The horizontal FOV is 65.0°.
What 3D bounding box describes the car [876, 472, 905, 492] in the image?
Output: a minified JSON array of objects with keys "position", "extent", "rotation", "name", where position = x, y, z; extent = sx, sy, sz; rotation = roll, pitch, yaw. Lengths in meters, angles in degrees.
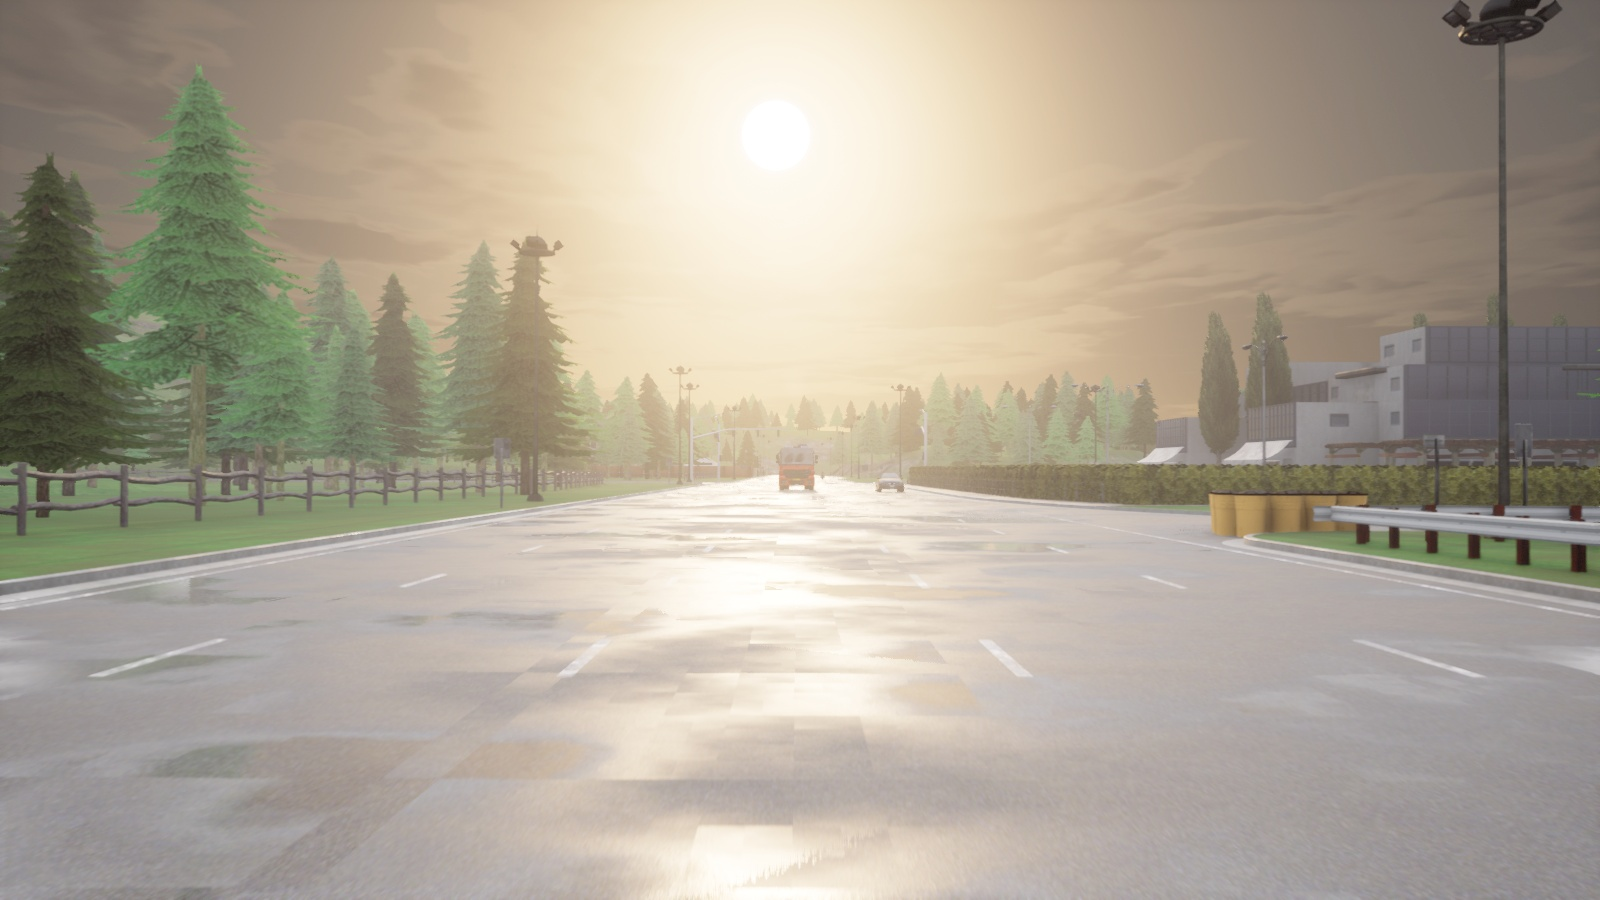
[{"position":[6.786,2.396,94.574],"extent":[1.812,1.442,4.674],"rotation":[0,-1,0],"name":"car"}]
